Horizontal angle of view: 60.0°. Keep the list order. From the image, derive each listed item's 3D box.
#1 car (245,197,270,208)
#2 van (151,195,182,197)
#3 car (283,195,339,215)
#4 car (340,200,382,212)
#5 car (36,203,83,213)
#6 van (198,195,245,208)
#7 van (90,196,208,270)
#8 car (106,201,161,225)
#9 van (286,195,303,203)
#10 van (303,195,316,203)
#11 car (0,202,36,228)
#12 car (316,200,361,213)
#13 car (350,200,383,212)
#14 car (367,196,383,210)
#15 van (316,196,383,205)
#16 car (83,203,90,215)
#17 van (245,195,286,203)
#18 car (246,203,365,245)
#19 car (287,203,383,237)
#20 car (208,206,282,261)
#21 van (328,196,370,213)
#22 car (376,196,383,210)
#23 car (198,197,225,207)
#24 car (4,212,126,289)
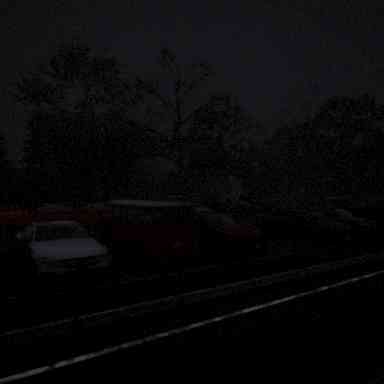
[{"bbox_3d":[4.500,1.487,31.529,2.097,1.535,5.008,0,0,-35],"label":"car"},{"bbox_3d":[-2.332,1.261,26.797,1.878,1.987,4.442,0,0,-35],"label":"van"},{"bbox_3d":[13.427,1.385,37.851,2.435,2.045,5.566,1,-1,-35],"label":"car"},{"bbox_3d":[22.427,1.855,44.305,2.002,1.452,4.674,1,-1,-35],"label":"car"},{"bbox_3d":[-9.131,1.486,21.800,2.097,1.535,5.008,0,0,-35],"label":"car"},{"bbox_3d":[2.315,1.261,29.821,1.878,1.987,4.442,0,0,-35],"label":"van"},{"bbox_3d":[-1.664,1.260,11.210,1.878,1.987,4.442,0,0,-35],"label":"van"},{"bbox_3d":[-4.516,1.487,25.089,2.231,1.521,4.892,0,0,-35],"label":"car"},{"bbox_3d":[8.933,1.323,34.826,1.878,1.987,4.442,1,-1,-35],"label":"van"},{"bbox_3d":[11.087,1.366,36.361,1.878,1.987,4.442,1,-1,-35],"label":"van"},{"bbox_3d":[-11.269,1.360,20.243,2.185,1.767,4.553,0,0,-35],"label":"car"},{"bbox_3d":[18.021,1.768,41.158,2.002,1.452,4.674,1,-1,-35],"label":"car"},{"bbox_3d":[24.789,1.862,45.979,2.097,1.535,5.008,1,-1,-35],"label":"car"},{"bbox_3d":[29.318,1.700,49.179,2.435,2.045,5.566,1,-1,-35],"label":"car"},{"bbox_3d":[9.775,1.261,19.077,1.878,1.987,4.442,0,0,-35],"label":"van"},{"bbox_3d":[-6.772,1.486,23.481,2.097,1.535,5.008,0,0,-35],"label":"car"},{"bbox_3d":[6.705,1.277,32.951,1.878,1.987,4.442,1,0,-35],"label":"van"},{"bbox_3d":[5.202,1.516,15.924,2.163,1.488,4.792,0,0,-36],"label":"car"},{"bbox_3d":[7.445,1.527,17.563,2.002,1.452,4.674,0,0,-35],"label":"car"},{"bbox_3d":[0.662,1.486,12.731,2.097,1.535,5.008,0,0,-35],"label":"car"},{"bbox_3d":[20.109,1.545,42.792,1.878,1.987,4.442,1,-1,-35],"label":"van"},{"bbox_3d":[31.573,1.745,50.786,2.435,2.045,5.566,1,-1,-35],"label":"car"},{"bbox_3d":[0.100,1.484,28.160,1.946,1.575,5.366,0,0,-36],"label":"car"},{"bbox_3d":[-3.858,1.526,9.505,2.002,1.452,4.674,0,0,-35],"label":"car"}]
